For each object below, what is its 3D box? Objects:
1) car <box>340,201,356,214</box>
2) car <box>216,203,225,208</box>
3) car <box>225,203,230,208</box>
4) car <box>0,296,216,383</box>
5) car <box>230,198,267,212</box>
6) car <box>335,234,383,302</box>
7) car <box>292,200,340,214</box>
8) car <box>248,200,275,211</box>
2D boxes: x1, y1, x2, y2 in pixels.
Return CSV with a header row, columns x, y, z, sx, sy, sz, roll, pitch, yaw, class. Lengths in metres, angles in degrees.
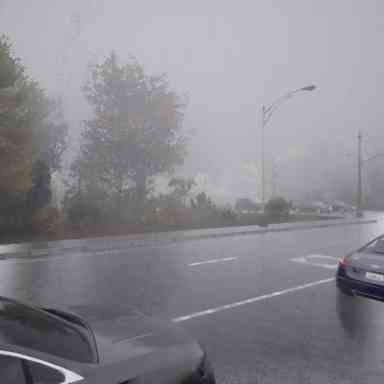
x,y,z,sx,sy,sz,roll,pitch,yaw,class
16.713,1.741,39.052,2.128,1.511,4.902,0,-2,-34,car
2.792,2.480,54.602,2.097,1.767,4.553,0,-3,-32,car
6.445,2.564,55.367,2.128,1.511,4.902,0,-3,-32,car
-2.033,1.505,2.297,4.892,1.490,1.837,0,0,-36,car
8.235,1.831,45.953,2.150,2.045,5.566,0,-3,-32,car
5.112,1.574,7.402,4.181,1.385,1.994,0,0,-34,car
13.534,1.741,37.550,2.128,1.511,4.902,0,-2,-32,car
12.363,2.463,59.459,2.097,1.767,4.553,0,-3,-32,car
